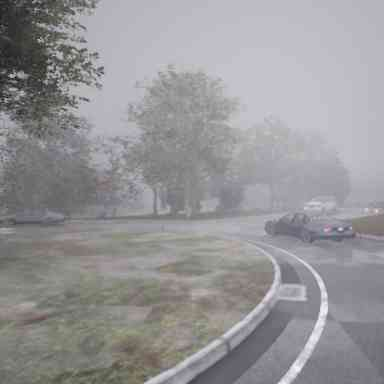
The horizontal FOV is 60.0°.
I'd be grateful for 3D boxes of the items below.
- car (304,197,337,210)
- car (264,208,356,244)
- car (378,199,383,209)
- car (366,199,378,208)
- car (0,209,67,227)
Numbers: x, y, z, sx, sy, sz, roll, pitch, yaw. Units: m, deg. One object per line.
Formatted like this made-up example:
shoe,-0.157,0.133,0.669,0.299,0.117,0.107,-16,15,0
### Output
car,15.570,1.587,40.120,2.150,2.045,5.566,-2,-1,45
car,5.719,1.718,16.933,2.033,1.411,5.357,0,-1,-18
car,30.641,1.540,50.283,5.566,2.045,2.150,0,-1,-45
car,30.611,1.896,55.311,1.837,1.490,4.892,-2,-1,45
car,-13.305,2.114,27.788,5.357,1.411,2.033,-1,-1,-10
